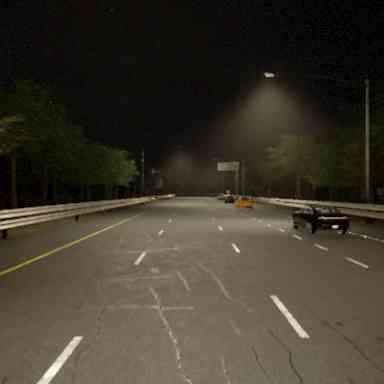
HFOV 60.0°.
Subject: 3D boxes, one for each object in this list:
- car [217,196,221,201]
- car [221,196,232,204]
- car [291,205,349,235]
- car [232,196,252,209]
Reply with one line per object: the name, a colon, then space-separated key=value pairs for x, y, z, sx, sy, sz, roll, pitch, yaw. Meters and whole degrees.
car: x=7.398 y=1.649 z=86.020 sx=1.895 sy=1.301 sz=4.718 roll=0 pitch=0 yaw=1
car: x=7.225 y=1.558 z=64.945 sx=1.837 sy=1.490 sz=4.892 roll=0 pitch=0 yaw=0
car: x=7.017 y=1.499 z=18.708 sx=2.128 sy=1.511 sz=4.902 roll=0 pitch=0 yaw=0
car: x=7.113 y=1.526 z=46.142 sx=1.882 sy=1.535 sz=5.008 roll=0 pitch=0 yaw=0
